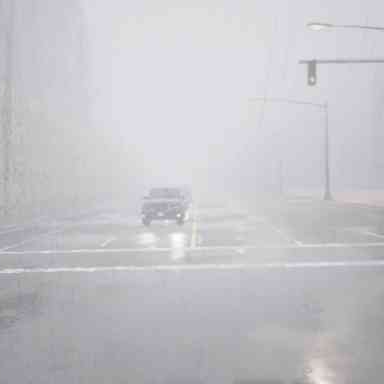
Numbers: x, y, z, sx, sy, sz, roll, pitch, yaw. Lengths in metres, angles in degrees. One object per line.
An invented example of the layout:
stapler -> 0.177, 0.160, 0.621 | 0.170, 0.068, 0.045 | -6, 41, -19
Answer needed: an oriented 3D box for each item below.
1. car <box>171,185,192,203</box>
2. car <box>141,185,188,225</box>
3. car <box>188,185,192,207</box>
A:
car -> -1.186, 0.170, 40.256 | 2.150, 2.045, 5.566 | -1, 2, 1
car -> -1.563, 0.723, 19.796 | 2.150, 2.045, 5.566 | -1, 2, 1
car -> -1.379, 0.583, 29.812 | 2.097, 1.767, 4.553 | -1, 2, 1
